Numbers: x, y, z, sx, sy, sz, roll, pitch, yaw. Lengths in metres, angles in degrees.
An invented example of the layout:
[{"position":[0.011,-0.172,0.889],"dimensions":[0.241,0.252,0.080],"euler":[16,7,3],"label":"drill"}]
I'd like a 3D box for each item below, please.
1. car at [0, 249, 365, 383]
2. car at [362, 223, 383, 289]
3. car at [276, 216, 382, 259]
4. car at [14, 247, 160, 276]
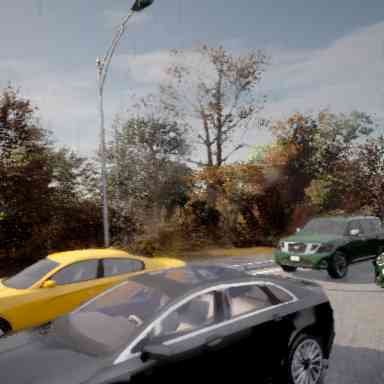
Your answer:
[{"position":[-0.249,1.750,3.993],"dimensions":[4.902,1.511,2.128],"euler":[1,-4,-36],"label":"car"},{"position":[7.119,1.830,9.547],"dimensions":[4.553,1.767,2.097],"euler":[3,-5,-39],"label":"car"},{"position":[5.558,1.952,12.761],"dimensions":[5.566,2.045,2.150],"euler":[3,-5,-39],"label":"car"},{"position":[-2.390,1.954,6.750],"dimensions":[5.008,1.535,1.882],"euler":[1,-4,-36],"label":"car"}]
